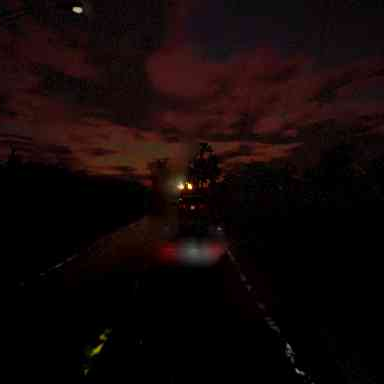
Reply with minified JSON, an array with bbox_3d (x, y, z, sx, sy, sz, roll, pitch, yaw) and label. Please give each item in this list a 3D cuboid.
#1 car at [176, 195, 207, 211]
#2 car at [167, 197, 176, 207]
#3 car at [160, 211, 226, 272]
[{"bbox_3d":[0.068,1.293,28.401,2.150,2.045,5.566,0,0,0],"label":"car"},{"bbox_3d":[-3.037,1.587,53.224,1.882,1.535,5.008,0,0,-2],"label":"car"},{"bbox_3d":[0.048,1.575,10.889,2.033,1.411,5.357,0,0,1],"label":"car"}]
